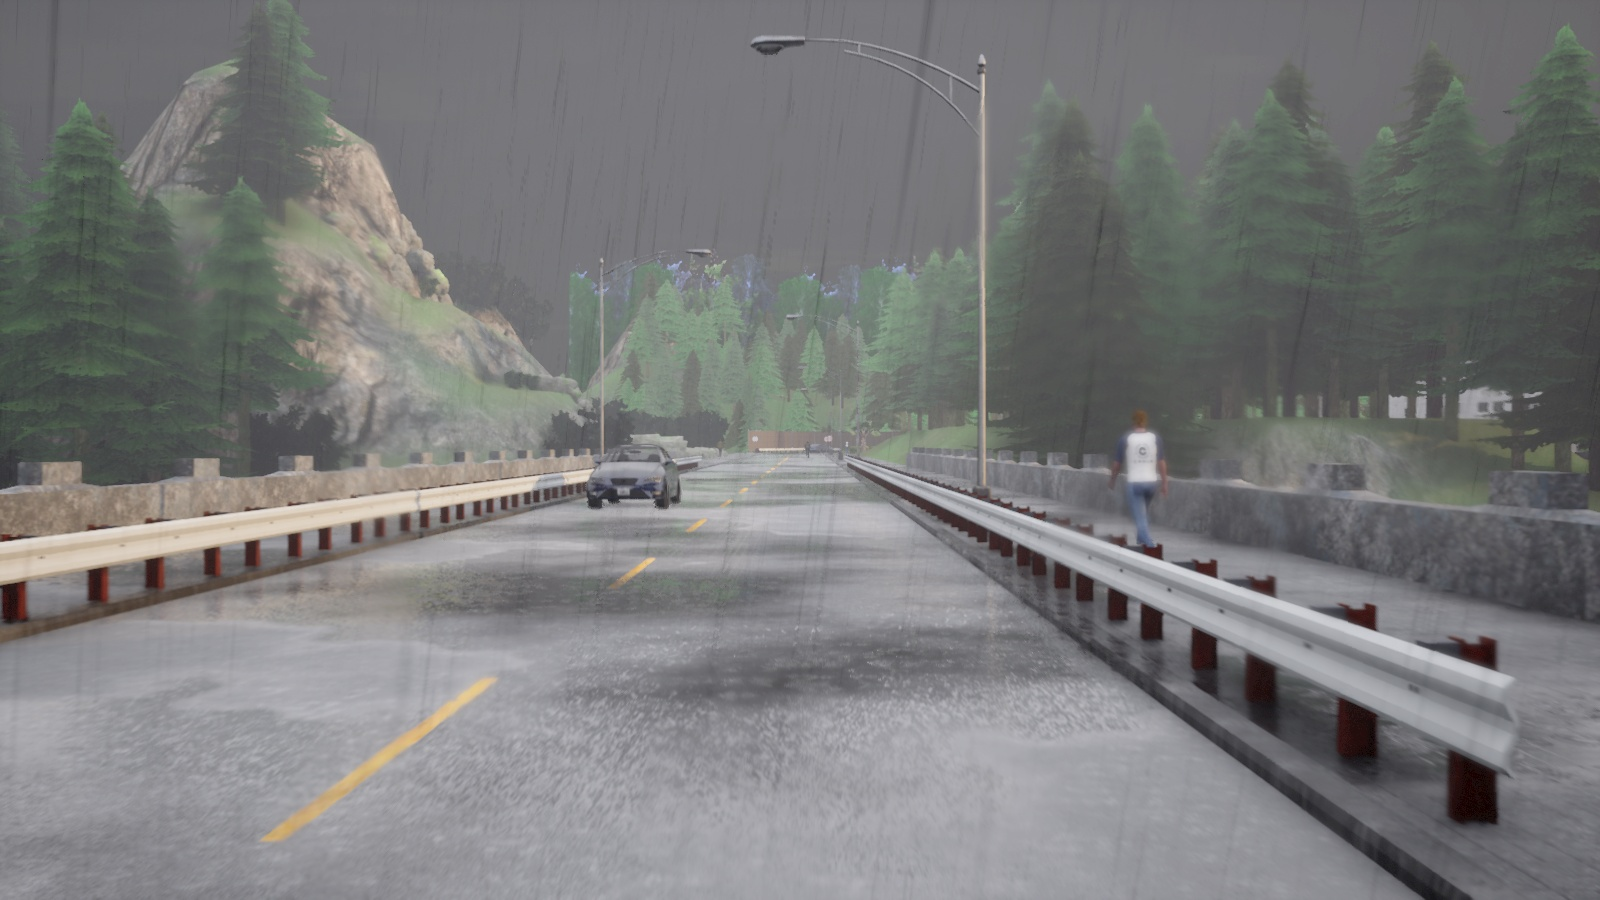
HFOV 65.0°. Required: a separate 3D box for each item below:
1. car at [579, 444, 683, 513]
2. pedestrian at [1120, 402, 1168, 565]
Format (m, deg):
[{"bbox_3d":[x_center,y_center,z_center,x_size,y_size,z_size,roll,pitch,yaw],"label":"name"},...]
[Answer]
[{"bbox_3d":[-3.814,0.594,28.967,1.816,1.474,4.193,0,0,0],"label":"car"},{"bbox_3d":[3.973,0.378,14.530,0.354,1.836,0.706,0,0,0],"label":"pedestrian"}]
